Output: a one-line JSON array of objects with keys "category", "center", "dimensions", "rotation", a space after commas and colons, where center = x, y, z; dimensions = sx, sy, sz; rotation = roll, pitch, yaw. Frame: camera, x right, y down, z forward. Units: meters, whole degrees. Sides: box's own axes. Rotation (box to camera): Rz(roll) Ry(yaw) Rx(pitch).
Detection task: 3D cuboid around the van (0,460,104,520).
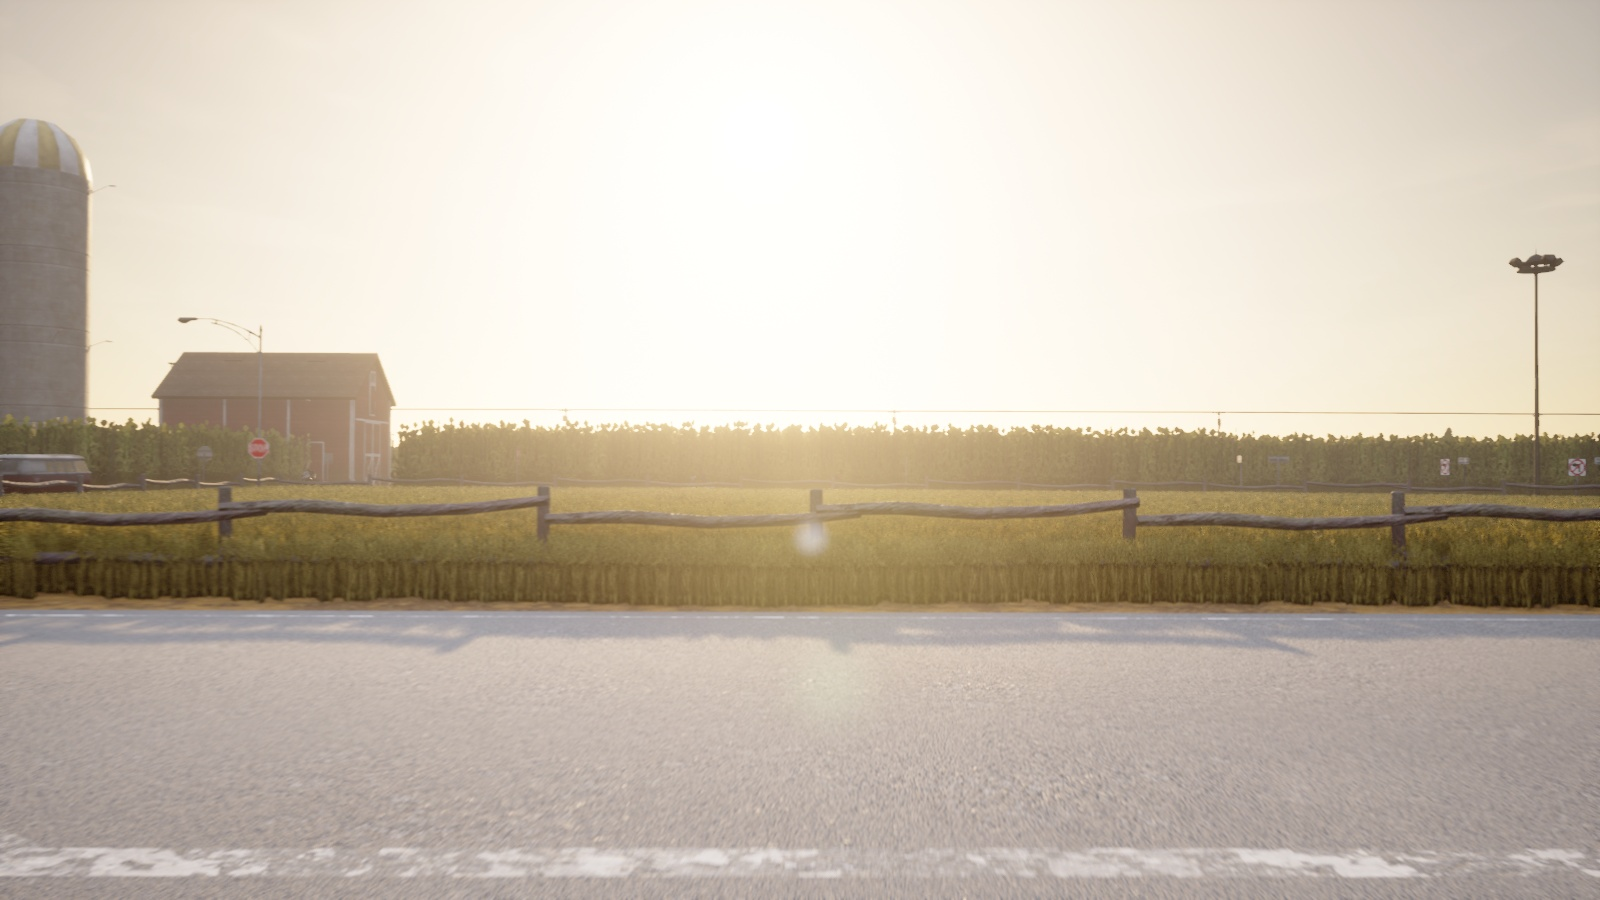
[{"category": "van", "center": [-26.170, 1.338, 43.401], "dimensions": [1.775, 1.987, 4.442], "rotation": [0, -1, 0]}]
